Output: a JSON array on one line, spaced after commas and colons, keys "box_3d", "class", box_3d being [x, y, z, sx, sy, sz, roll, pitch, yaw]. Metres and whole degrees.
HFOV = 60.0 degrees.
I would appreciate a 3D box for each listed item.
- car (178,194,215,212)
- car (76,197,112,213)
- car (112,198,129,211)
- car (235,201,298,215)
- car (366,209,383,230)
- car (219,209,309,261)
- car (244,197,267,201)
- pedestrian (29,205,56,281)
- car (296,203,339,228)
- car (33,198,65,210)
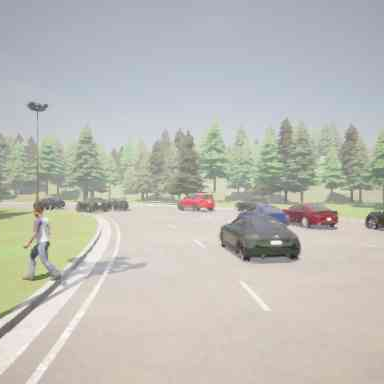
[{"box_3d": [0.485, 1.222, 39.804, 2.150, 2.045, 5.566, 0, 0, -33], "class": "car"}, {"box_3d": [-11.332, 1.352, 37.471, 2.097, 1.767, 4.553, 0, 0, -41], "class": "car"}, {"box_3d": [-9.624, 1.491, 40.761, 2.128, 1.511, 4.902, 0, 0, -43], "class": "car"}, {"box_3d": [4.347, 1.525, 20.572, 1.812, 1.442, 4.674, 0, 0, -12], "class": "car"}, {"box_3d": [11.909, 1.354, 18.487, 2.097, 1.767, 4.553, 0, 0, -11], "class": "car"}, {"box_3d": [2.345, 1.564, 12.459, 1.994, 1.385, 4.181, 0, 0, -9], "class": "car"}, {"box_3d": [6.537, 1.352, 36.154, 2.097, 1.767, 4.553, 0, 0, -25], "class": "car"}, {"box_3d": [-3.478, 1.141, 7.745, 0.375, 1.860, 0.375, 0, 0, -6], "class": "pedestrian"}, {"box_3d": [7.556, 1.478, 22.163, 1.882, 1.535, 5.008, 0, 0, -14], "class": "car"}, {"box_3d": [-18.846, 1.505, 43.895, 4.892, 1.490, 1.837, 0, 0, 30], "class": "car"}]
